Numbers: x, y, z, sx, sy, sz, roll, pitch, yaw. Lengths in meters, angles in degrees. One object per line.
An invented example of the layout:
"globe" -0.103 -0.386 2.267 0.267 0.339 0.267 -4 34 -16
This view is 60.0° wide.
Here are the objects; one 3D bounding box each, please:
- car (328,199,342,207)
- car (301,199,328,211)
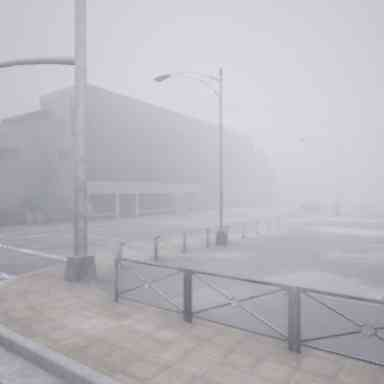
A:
"car" 22.004 1.745 52.067 2.033 1.411 5.357 0 0 35
"car" 15.594 1.690 43.037 2.128 1.511 4.902 0 0 36
